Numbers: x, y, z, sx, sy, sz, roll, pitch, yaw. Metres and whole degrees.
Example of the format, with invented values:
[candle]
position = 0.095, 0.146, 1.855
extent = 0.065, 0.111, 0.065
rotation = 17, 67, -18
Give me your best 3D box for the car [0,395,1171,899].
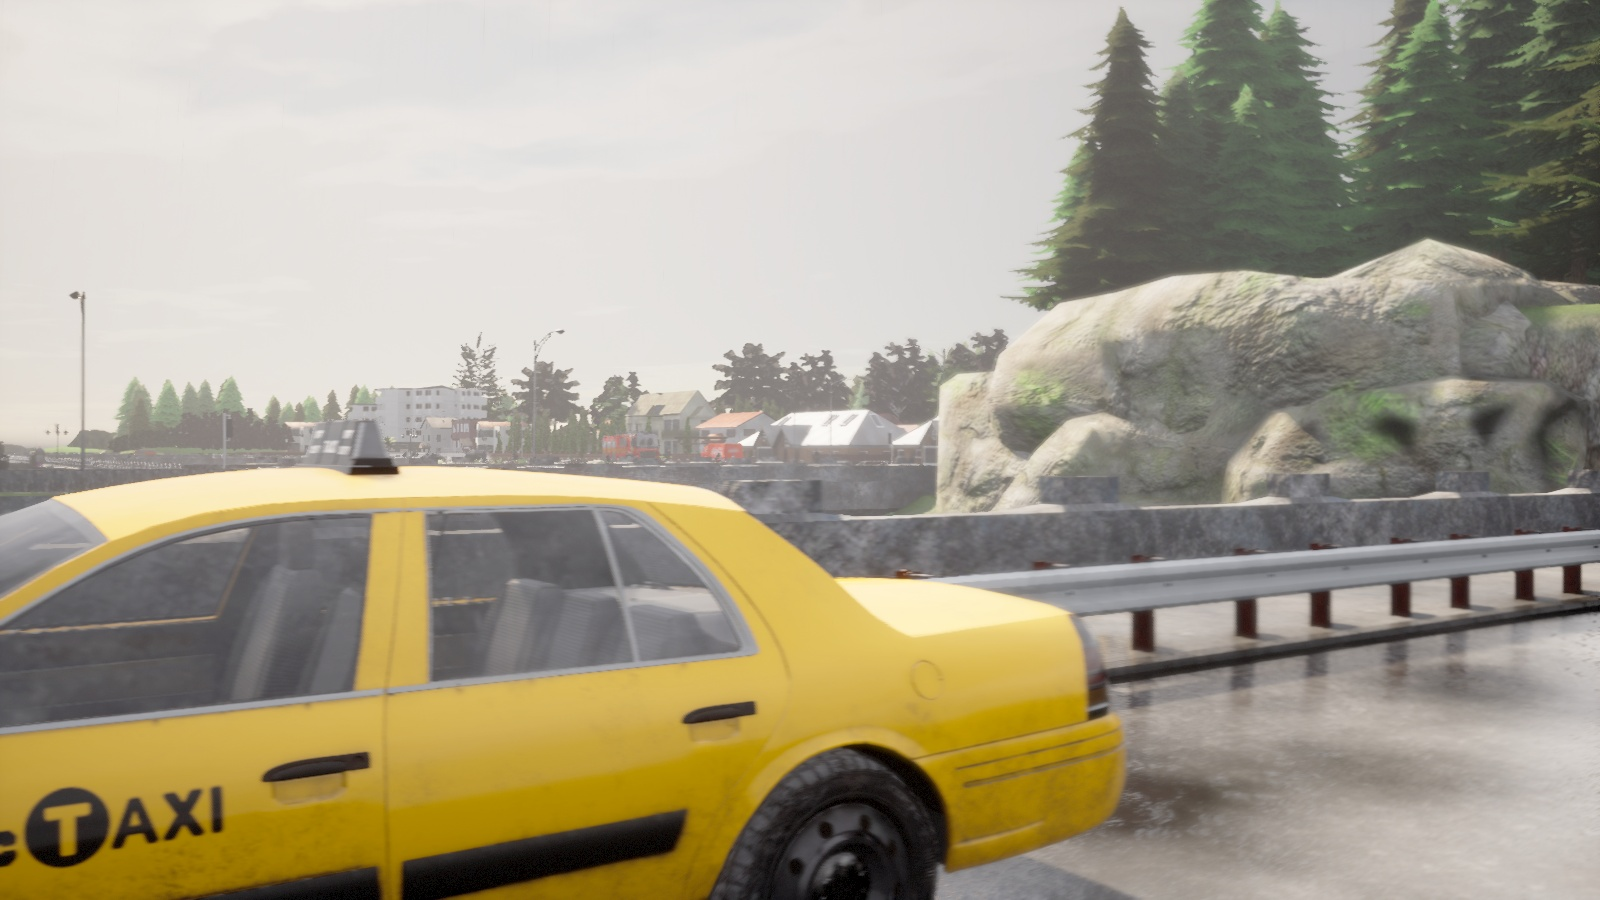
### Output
[car]
position = -1.545, 0.695, 3.193
extent = 5.366, 1.575, 1.801
rotation = 0, 0, -35
